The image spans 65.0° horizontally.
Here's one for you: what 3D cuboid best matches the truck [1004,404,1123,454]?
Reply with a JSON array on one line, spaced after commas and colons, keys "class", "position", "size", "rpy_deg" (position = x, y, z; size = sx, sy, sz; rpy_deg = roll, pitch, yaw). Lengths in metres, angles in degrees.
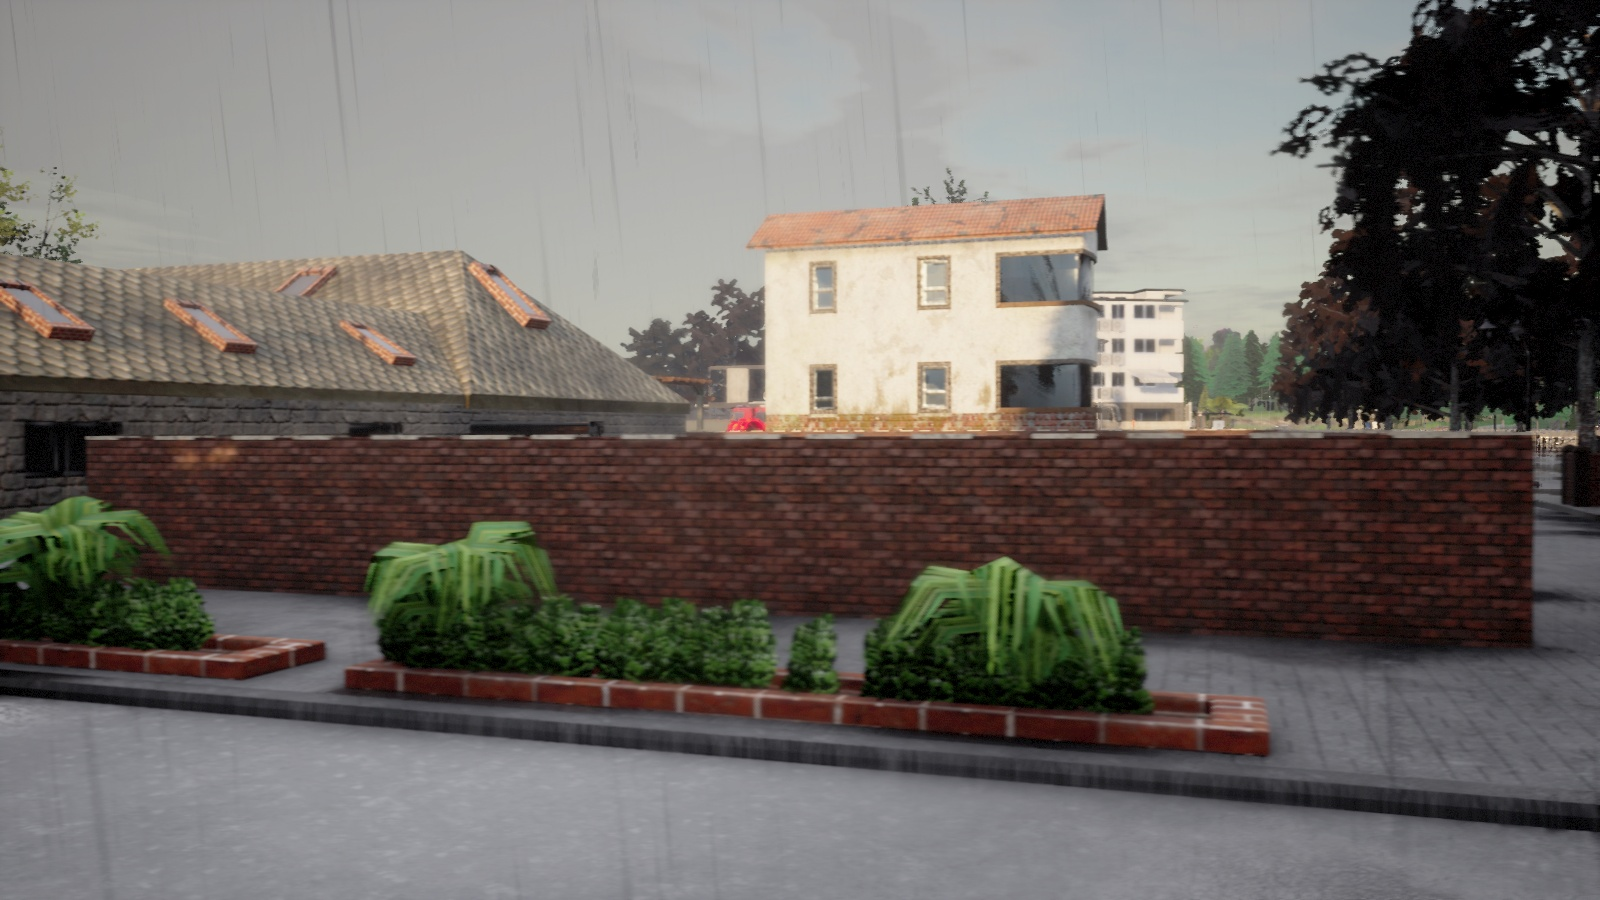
[{"class": "truck", "position": [18.656, -1.508, 88.862], "size": [7.936, 3.462, 2.891], "rpy_deg": [1, 1, 19]}]
